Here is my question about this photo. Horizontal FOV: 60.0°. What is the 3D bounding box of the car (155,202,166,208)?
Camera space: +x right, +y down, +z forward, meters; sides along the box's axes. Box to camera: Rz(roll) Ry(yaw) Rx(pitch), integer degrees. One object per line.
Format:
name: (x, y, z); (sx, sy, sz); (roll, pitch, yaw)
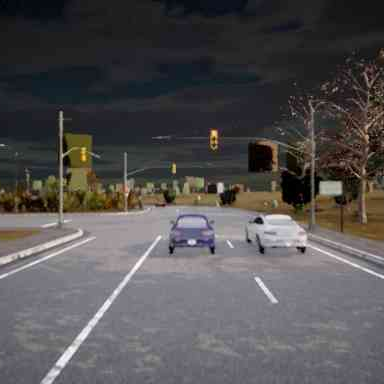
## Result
car: (-6.930, 2.866, 73.169); (1.895, 1.301, 4.718); (0, -2, -13)

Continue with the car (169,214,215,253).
car: (0.010, 1.672, 14.394); (1.812, 1.442, 4.674); (0, 0, 0)

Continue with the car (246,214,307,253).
car: (3.510, 1.672, 14.371); (1.812, 1.442, 4.674); (0, 0, 0)
